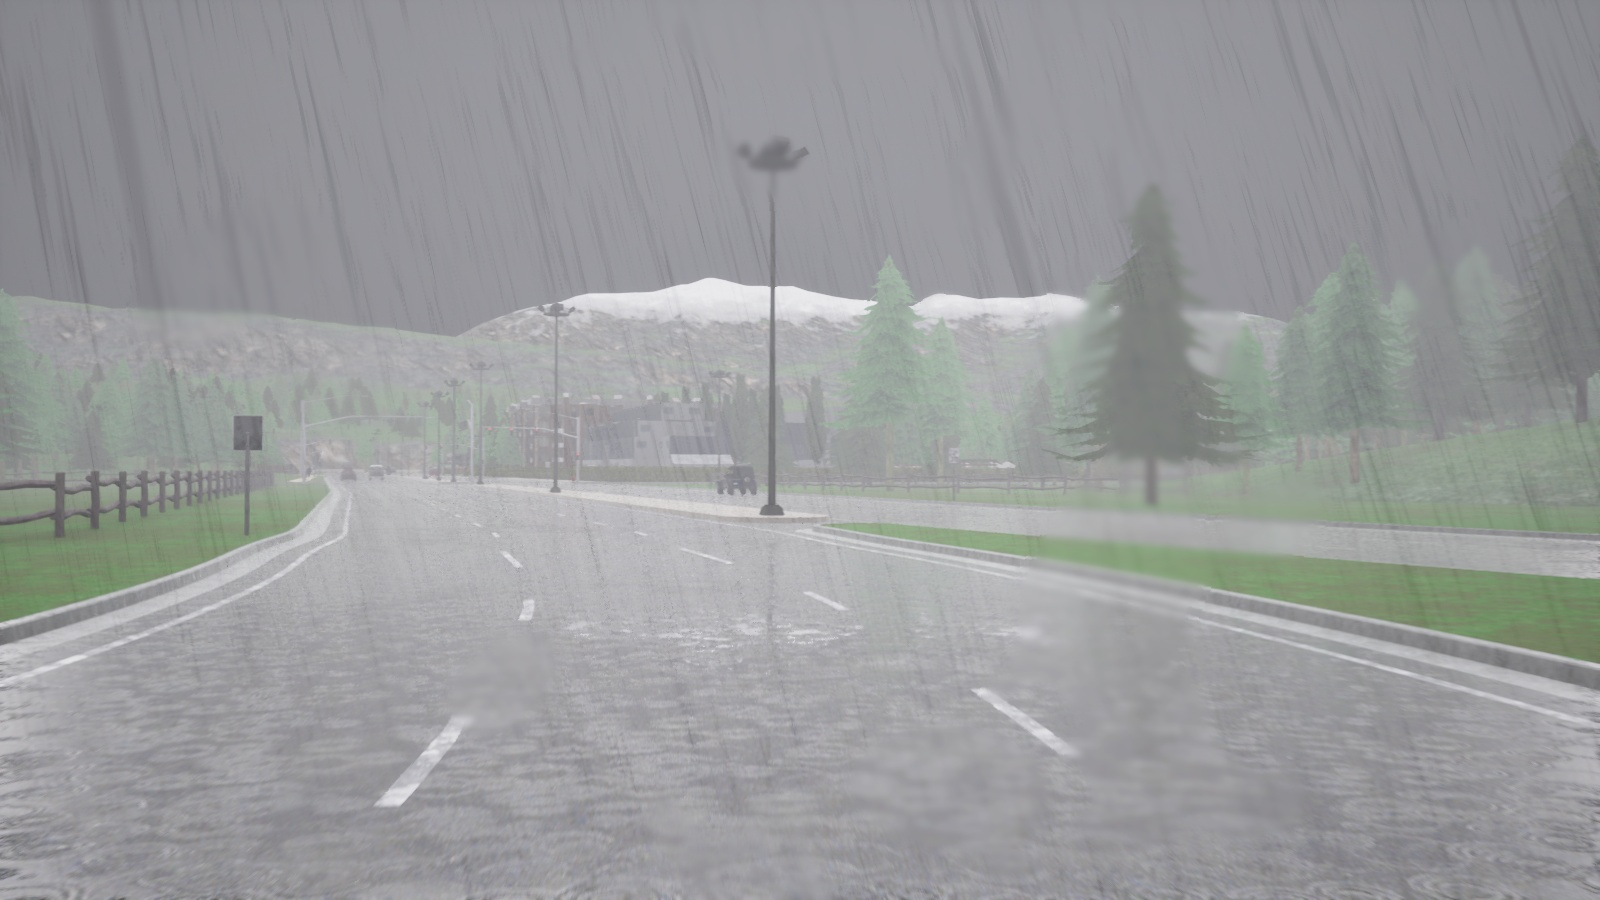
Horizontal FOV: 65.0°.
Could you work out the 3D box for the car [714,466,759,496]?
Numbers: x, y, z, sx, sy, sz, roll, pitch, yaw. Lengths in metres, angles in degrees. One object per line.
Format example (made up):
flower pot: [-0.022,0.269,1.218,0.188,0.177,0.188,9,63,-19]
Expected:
car: [-4.196,2.008,82.299,1.905,1.878,3.866,0,-1,-20]
